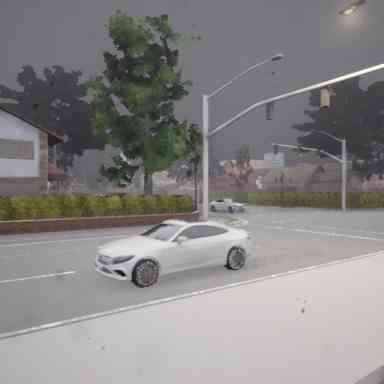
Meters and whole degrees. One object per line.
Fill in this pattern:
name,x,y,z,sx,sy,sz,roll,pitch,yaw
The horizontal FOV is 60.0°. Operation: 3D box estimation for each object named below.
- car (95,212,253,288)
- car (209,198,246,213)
car,-0.317,1.503,9.318,4.674,1.442,1.812,0,0,-36
car,3.773,1.435,36.342,1.812,1.442,4.674,0,0,-36
